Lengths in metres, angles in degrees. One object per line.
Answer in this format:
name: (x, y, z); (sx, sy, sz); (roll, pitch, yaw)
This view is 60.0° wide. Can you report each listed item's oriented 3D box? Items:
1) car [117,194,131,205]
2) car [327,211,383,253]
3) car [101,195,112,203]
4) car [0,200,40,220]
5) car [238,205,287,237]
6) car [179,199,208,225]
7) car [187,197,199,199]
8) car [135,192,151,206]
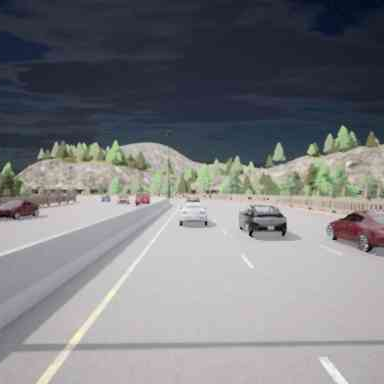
car: (-11.630, 1.209, 56.738); (2.097, 1.767, 4.553); (0, 0, -8)
car: (7.102, 1.468, 13.329); (1.812, 1.442, 4.674); (0, 0, 0)
car: (-17.354, 1.381, 67.262); (2.128, 1.511, 4.902); (0, 0, -15)
car: (-14.093, 1.376, 26.747); (1.882, 1.535, 5.008); (0, 0, 0)
car: (3.603, 1.418, 17.571); (2.128, 1.511, 4.902); (0, 0, 0)
car: (0.105, 1.436, 22.984); (1.812, 1.442, 4.674); (0, 0, 0)
car: (0.099, 1.360, 40.767); (2.128, 1.511, 4.902); (0, 0, 0)
car: (-7.422, 1.079, 50.933); (2.150, 2.045, 5.566); (0, 0, -3)
